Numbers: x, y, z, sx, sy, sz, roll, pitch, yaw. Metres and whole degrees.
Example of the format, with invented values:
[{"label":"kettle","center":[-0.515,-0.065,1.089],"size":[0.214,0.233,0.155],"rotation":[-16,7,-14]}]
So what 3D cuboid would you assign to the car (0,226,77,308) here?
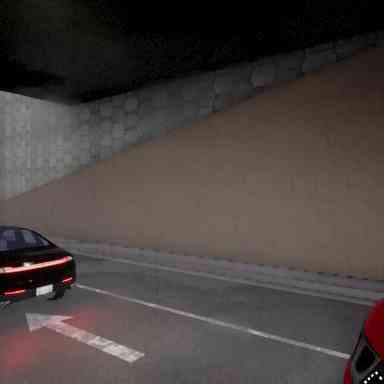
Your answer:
[{"label":"car","center":[-4.533,1.492,7.202],"size":[4.902,1.511,2.128],"rotation":[0,0,36]}]

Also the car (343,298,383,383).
[{"label":"car","center":[3.644,1.221,1.345],"size":[5.566,2.045,2.150],"rotation":[0,0,35]}]
